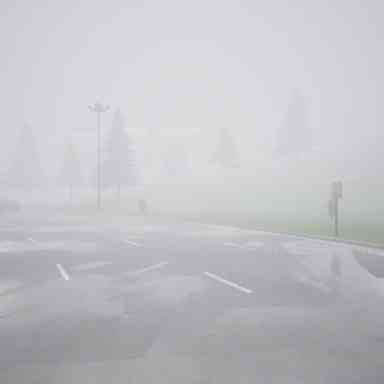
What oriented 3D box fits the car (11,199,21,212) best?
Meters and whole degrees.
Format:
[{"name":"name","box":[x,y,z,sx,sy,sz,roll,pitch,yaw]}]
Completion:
[{"name":"car","box":[-21.686,1.503,37.822,4.892,1.490,1.837,0,0,26]}]

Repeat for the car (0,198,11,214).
[{"name":"car","box":[-20.816,1.524,33.536,4.674,1.442,1.812,0,0,28]}]

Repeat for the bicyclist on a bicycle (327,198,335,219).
[{"name":"bicyclist on a bicycle","box":[10.594,1.308,25.300,0.582,1.620,1.656,0,-2,16]}]

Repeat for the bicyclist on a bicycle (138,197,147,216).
[{"name":"bicyclist on a bicycle","box":[-4.411,1.314,29.625,0.582,1.620,1.656,-5,3,-34]}]
